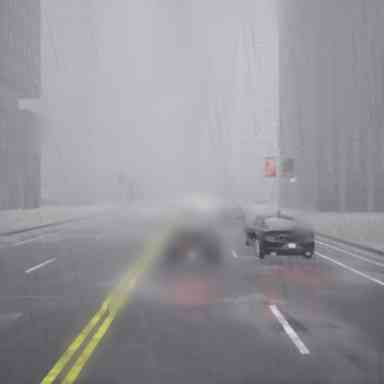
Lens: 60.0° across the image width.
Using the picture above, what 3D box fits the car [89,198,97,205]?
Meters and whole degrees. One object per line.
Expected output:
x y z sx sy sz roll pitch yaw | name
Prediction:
-24.737 2.222 78.978 4.097 1.590 1.967 0 0 0 | car

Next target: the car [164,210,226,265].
0.045 1.641 12.273 1.837 1.490 4.892 0 0 0 | car

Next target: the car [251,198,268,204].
16.675 2.147 82.111 4.097 1.590 1.967 0 0 0 | car

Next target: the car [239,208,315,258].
3.304 1.625 13.406 1.882 1.535 5.008 0 0 0 | car

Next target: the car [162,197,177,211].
-3.333 1.986 50.145 1.882 1.535 5.008 0 -1 0 | car

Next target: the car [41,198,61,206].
-30.160 2.160 70.449 5.009 1.841 2.192 0 0 0 | car

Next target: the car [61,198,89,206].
-24.733 2.392 70.455 4.313 1.339 1.947 0 0 0 | car

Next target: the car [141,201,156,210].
-6.580 2.079 50.792 1.994 1.385 4.181 0 -1 0 | car

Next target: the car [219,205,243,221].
3.294 1.782 27.245 2.128 1.511 4.902 0 -1 1 | car

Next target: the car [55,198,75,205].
-30.162 2.240 78.975 4.097 1.590 1.967 0 1 0 | car

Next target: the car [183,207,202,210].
0.041 1.885 26.644 1.895 1.301 4.718 0 -1 0 | car
